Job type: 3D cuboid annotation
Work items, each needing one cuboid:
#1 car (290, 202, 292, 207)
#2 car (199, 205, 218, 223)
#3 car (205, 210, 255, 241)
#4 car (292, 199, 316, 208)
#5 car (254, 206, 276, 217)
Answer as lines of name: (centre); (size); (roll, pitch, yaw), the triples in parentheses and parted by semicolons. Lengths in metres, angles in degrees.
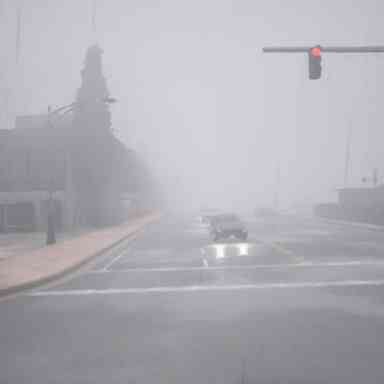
car: (23.086, 2.372, 70.245); (4.605, 1.855, 1.932); (-1, -1, -2)
car: (1.990, 2.327, 34.414); (1.882, 1.535, 5.008); (-2, -1, 0)
car: (2.085, 2.024, 20.080); (2.033, 1.411, 5.357); (-1, -1, 0)
car: (23.126, 2.299, 67.351); (3.866, 1.878, 1.905); (-1, -1, -2)
car: (9.066, 2.412, 41.605); (1.994, 1.385, 4.181); (-2, -2, -1)
